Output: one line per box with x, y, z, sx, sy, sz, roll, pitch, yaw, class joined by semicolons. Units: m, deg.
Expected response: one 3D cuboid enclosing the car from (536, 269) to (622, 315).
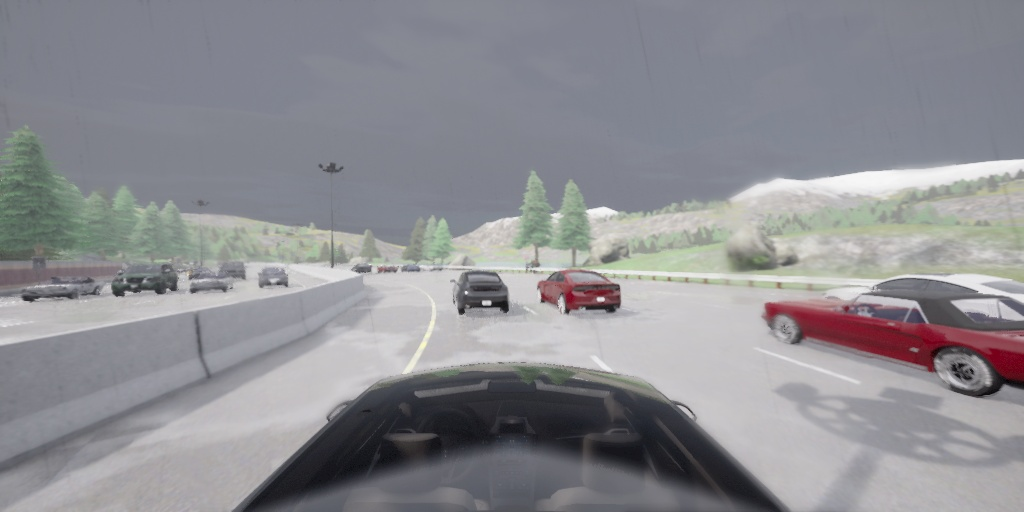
2.339;1.235;13.803;1.882;1.535;5.008;0;0;-11;car

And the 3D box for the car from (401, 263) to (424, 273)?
-15.509;1.801;54.837;1.994;1.385;4.181;-1;0;-35;car

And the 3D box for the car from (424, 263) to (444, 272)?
-12.591;1.792;56.769;1.895;1.301;4.718;-1;0;-35;car

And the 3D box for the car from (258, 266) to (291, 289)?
-18.547;1.682;28.059;2.128;1.511;4.902;-1;0;-32;car

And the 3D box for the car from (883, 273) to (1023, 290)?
10.136;1.124;8.698;1.812;1.442;4.674;-1;0;-6;car

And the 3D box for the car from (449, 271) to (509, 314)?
-1.363;1.334;14.400;1.837;1.490;4.892;0;0;-12;car

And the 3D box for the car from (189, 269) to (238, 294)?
-20.593;1.815;24.766;1.895;1.301;4.718;-1;0;-32;car

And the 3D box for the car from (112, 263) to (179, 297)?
-24.110;1.496;23.820;2.150;2.045;5.566;-1;-1;-32;car

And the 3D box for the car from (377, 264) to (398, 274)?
-18.405;1.882;52.872;1.895;1.301;4.718;-1;0;-35;car

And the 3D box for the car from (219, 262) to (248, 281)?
-29.965;1.656;38.682;2.150;2.045;5.566;-1;0;-34;car

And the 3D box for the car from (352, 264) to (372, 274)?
-21.299;1.803;50.902;1.882;1.535;5.008;-1;0;-35;car

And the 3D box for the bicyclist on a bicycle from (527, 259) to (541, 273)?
2.968;1.197;43.273;1.656;1.620;0.582;24;-13;-31;bicyclist on a bicycle

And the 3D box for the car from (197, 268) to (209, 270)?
-37.295;2.148;43.226;1.994;1.385;4.181;-1;0;-34;car

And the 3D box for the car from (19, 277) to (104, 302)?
-26.780;1.914;21.498;1.895;1.301;4.718;-1;0;-32;car

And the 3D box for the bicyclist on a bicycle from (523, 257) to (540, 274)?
2.371;1.210;44.183;1.656;1.620;0.582;27;-15;-31;bicyclist on a bicycle

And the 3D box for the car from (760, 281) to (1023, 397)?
6.922;1.246;6.318;1.895;1.301;4.718;-1;0;-4;car
